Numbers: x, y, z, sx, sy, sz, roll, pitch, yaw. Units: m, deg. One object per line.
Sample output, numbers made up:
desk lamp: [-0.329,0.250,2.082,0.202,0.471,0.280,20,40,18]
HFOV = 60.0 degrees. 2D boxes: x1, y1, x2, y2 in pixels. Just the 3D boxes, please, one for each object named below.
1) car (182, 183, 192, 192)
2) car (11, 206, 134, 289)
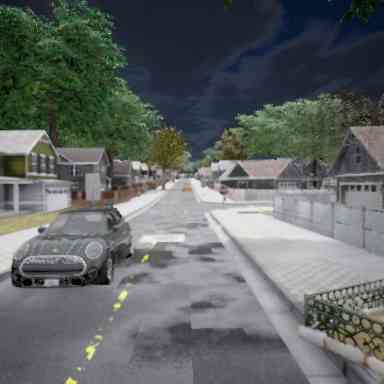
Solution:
car: [-1.059,-1.143,74.867,2.097,1.767,4.553,-1,3,-1]
car: [-2.953,1.262,9.148,2.097,1.767,4.553,-1,1,-1]
